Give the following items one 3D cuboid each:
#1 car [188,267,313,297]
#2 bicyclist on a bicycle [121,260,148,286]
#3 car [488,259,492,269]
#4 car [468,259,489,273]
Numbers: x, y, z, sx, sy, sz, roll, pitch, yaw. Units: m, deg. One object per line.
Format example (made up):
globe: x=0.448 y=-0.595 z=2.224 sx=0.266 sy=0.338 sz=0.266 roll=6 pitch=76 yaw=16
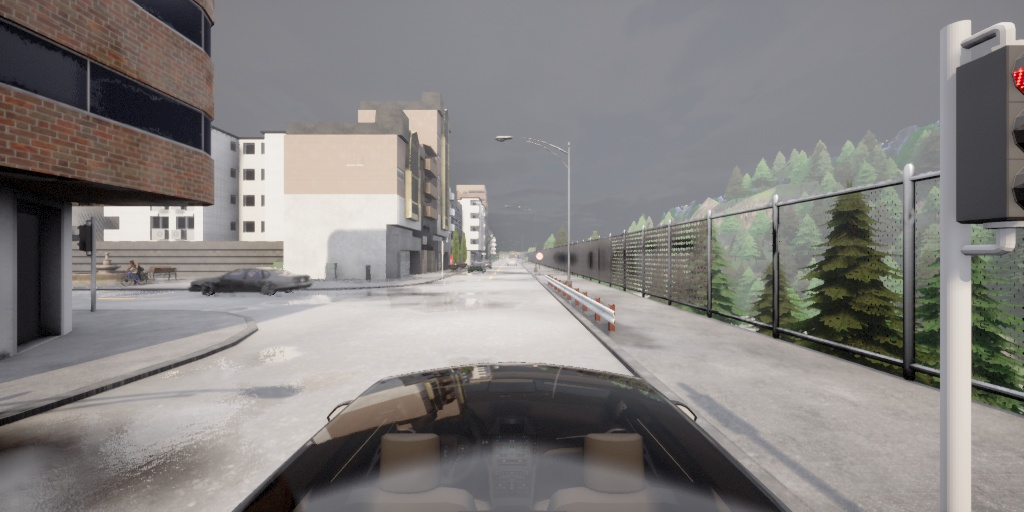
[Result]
car: x=-13.275 y=1.297 z=18.446 sx=5.357 sy=1.411 sz=2.033 roll=0 pitch=0 yaw=0
bicyclist on a bicycle: x=-24.284 y=1.099 z=23.067 sx=0.582 sy=1.620 sz=1.656 roll=0 pitch=0 yaw=0
car: x=-4.088 y=1.240 z=55.467 sx=2.128 sy=1.511 sz=4.902 roll=0 pitch=0 yaw=0
car: x=-4.099 y=1.351 z=42.420 sx=1.895 sy=1.301 sz=4.718 roll=0 pitch=0 yaw=0
